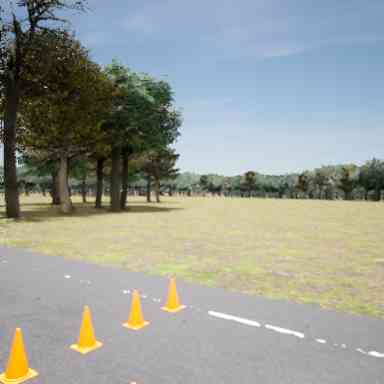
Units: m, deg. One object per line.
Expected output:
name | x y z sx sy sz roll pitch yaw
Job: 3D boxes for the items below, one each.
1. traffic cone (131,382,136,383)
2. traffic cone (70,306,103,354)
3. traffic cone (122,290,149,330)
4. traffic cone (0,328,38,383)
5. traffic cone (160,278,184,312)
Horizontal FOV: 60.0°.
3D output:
traffic cone | -0.516 1.971 2.919 0.340 0.580 0.340 0 0 36
traffic cone | -1.555 1.980 4.899 0.340 0.580 0.340 0 0 36
traffic cone | -0.970 1.985 5.711 0.340 0.580 0.340 0 0 36
traffic cone | -2.139 1.975 4.088 0.340 0.580 0.340 0 0 36
traffic cone | -0.386 1.990 6.522 0.340 0.580 0.340 0 0 36
